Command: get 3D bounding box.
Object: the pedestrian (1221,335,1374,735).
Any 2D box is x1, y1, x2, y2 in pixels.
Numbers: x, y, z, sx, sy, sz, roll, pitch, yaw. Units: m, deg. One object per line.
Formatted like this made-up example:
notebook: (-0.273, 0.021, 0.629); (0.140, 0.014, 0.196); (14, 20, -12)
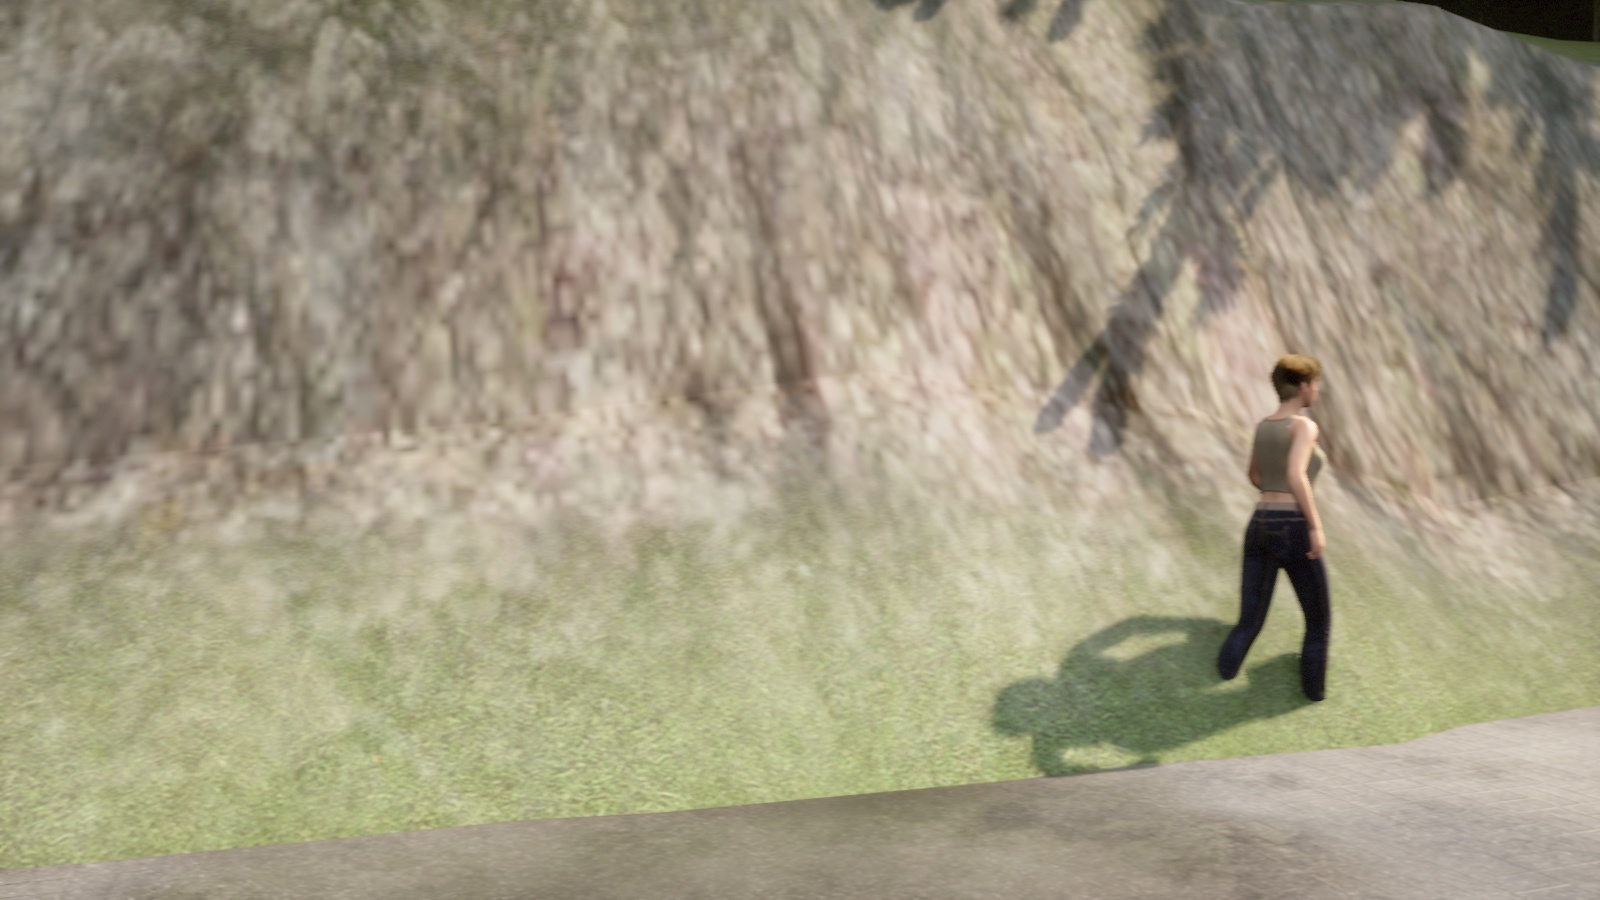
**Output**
pedestrian: (2.379, 0.384, 6.013); (0.594, 1.836, 0.345); (-1, 1, -20)
